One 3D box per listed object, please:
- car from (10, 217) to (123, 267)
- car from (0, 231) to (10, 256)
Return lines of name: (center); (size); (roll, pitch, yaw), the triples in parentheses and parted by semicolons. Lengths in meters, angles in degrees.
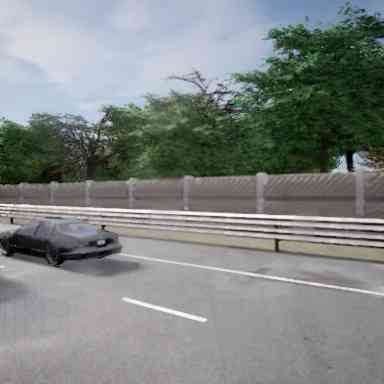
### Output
car: (-4.801, 1.591, 11.622); (5.357, 1.411, 2.033); (0, 0, 36)
car: (-7.653, 1.269, 9.368); (5.566, 2.045, 2.150); (0, 0, 36)
